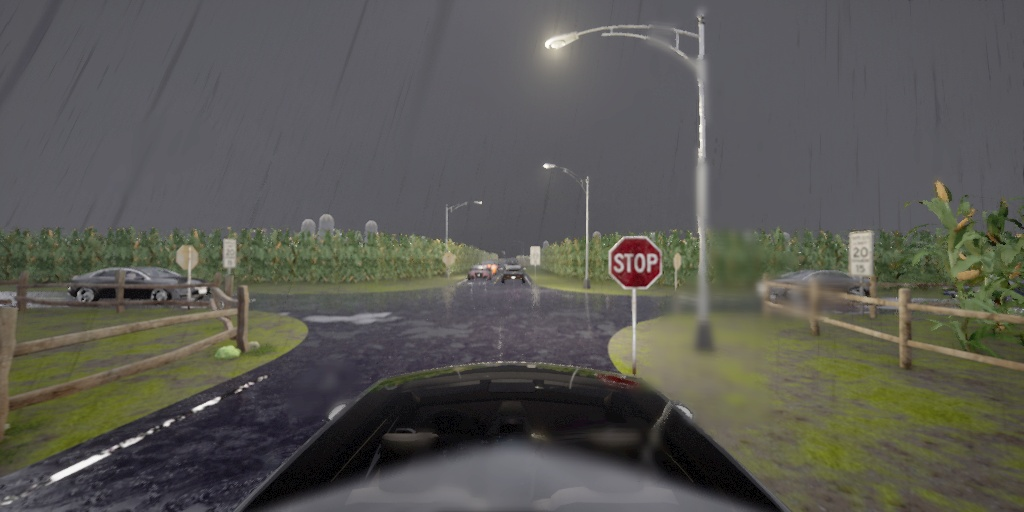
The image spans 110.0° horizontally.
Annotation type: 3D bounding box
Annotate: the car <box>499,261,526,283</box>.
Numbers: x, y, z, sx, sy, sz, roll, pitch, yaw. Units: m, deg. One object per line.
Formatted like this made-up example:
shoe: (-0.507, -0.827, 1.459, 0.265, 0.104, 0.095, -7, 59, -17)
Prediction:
car: (0.103, 1.412, 30.279, 1.837, 1.490, 4.892, 0, 0, 0)

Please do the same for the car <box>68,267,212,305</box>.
car: (-15.540, 1.220, 15.154, 4.902, 1.511, 2.128, 0, -1, -1)

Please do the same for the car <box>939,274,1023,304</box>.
car: (24.655, 1.578, 17.662, 5.357, 1.411, 2.033, 0, -1, 1)

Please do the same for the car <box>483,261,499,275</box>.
car: (-2.835, 1.326, 42.822, 2.097, 1.767, 4.553, 0, 0, 0)

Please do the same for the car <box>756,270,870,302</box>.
car: (14.845, 1.455, 17.756, 4.902, 1.511, 2.128, 0, -1, 1)

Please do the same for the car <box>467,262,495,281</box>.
car: (-2.848, 1.484, 32.613, 1.994, 1.385, 4.181, 0, 0, 0)
